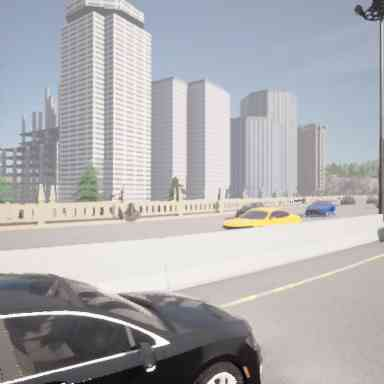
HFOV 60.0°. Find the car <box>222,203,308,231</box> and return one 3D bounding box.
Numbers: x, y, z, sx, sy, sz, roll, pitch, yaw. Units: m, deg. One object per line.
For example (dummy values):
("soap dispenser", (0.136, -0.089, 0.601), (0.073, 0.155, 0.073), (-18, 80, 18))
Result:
("car", (3.538, 1.537, 16.464), (5.008, 1.535, 1.882), (0, 0, -45))

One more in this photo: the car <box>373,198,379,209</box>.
("car", (28.049, 1.719, 48.474), (1.812, 1.442, 4.674), (0, 0, 35))

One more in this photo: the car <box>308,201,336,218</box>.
("car", (12.582, 1.600, 32.259), (1.882, 1.535, 5.008), (0, 0, 36))

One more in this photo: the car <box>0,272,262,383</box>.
("car", (-1.491, 1.512, 2.855), (4.892, 1.490, 1.837), (1, 0, -36))

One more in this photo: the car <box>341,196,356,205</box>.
("car", (29.777, 1.599, 63.270), (2.097, 1.767, 4.553), (0, 0, 34))

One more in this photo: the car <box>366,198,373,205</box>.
("car", (35.727, 1.809, 65.767), (1.994, 1.385, 4.181), (0, 0, 34))
